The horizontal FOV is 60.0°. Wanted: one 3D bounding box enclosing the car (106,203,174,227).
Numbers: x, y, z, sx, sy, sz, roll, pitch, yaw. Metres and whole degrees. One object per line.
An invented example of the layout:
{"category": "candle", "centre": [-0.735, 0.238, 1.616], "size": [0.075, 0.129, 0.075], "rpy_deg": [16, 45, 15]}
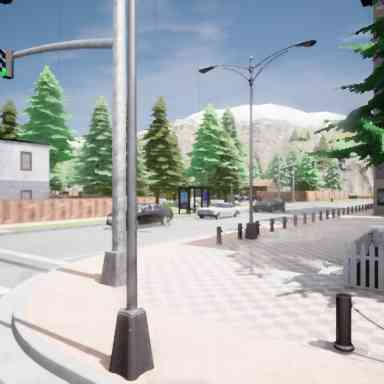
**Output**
{"category": "car", "centre": [-3.223, 1.473, 21.240], "size": [2.128, 1.511, 4.902], "rpy_deg": [0, 0, 37]}

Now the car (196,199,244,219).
{"category": "car", "centre": [2.399, 1.582, 28.628], "size": [1.895, 1.301, 4.718], "rpy_deg": [0, 0, 37]}

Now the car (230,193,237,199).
{"category": "car", "centre": [10.737, 1.138, 79.124], "size": [1.905, 1.878, 3.866], "rpy_deg": [0, 0, 36]}

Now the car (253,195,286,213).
{"category": "car", "centre": [8.594, 1.334, 36.734], "size": [2.097, 1.767, 4.553], "rpy_deg": [0, 0, 38]}

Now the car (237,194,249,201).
{"category": "car", "centre": [13.001, 1.137, 77.963], "size": [1.932, 1.855, 4.605], "rpy_deg": [0, 0, 36]}
